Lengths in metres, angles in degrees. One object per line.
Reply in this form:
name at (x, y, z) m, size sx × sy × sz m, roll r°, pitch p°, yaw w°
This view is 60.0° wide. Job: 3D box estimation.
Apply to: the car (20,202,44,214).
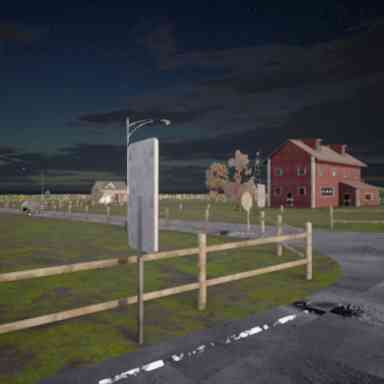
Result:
car at (-23.032, 2.170, 47.835) m, size 2.097 × 1.767 × 4.553 m, roll 0°, pitch -1°, yaw -43°
